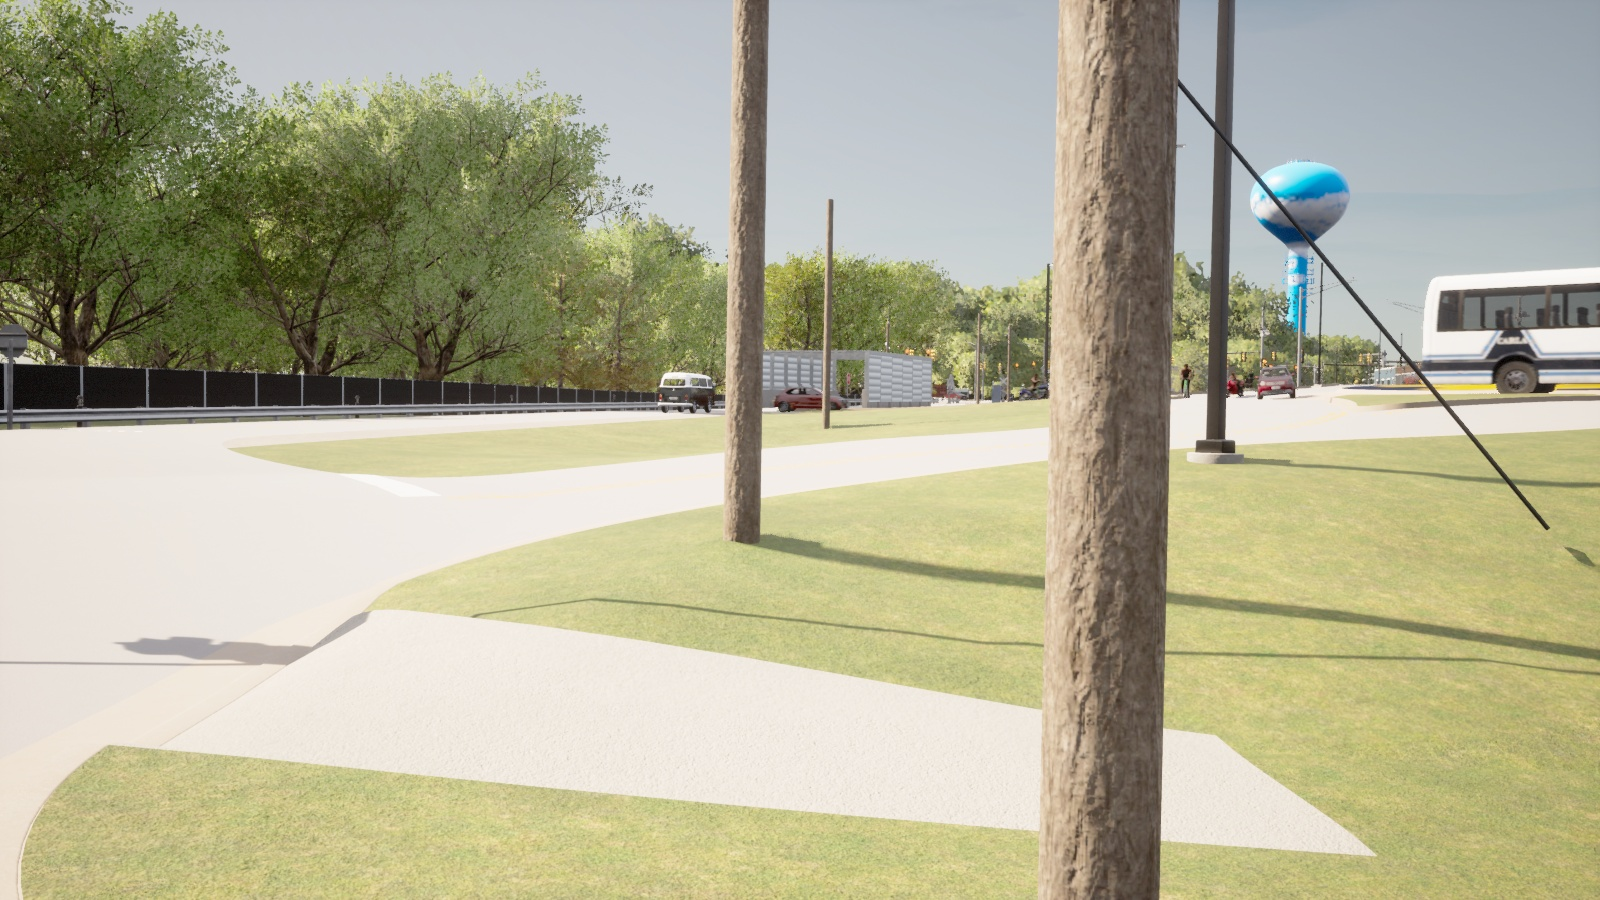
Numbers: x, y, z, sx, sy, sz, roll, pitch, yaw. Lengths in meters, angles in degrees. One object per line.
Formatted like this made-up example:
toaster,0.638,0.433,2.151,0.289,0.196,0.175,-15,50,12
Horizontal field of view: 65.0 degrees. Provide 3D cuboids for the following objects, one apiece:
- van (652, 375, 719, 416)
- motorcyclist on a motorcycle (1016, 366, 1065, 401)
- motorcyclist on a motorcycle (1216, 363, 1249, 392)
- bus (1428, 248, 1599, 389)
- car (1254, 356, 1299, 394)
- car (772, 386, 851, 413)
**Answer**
van,-5.810,-2.809,64.374,2.069,2.038,4.480,0,3,14
motorcyclist on a motorcycle,12.511,-3.449,65.422,2.350,1.649,0.766,-2,2,38
motorcyclist on a motorcycle,24.790,-4.184,71.971,2.044,1.523,0.797,-7,7,-40
bus,26.168,-4.173,40.110,10.273,4.253,3.944,1,3,40
car,22.582,-3.584,59.634,1.789,1.549,3.705,-5,2,20
car,0.656,-2.875,71.598,4.193,1.474,1.816,0,3,13
